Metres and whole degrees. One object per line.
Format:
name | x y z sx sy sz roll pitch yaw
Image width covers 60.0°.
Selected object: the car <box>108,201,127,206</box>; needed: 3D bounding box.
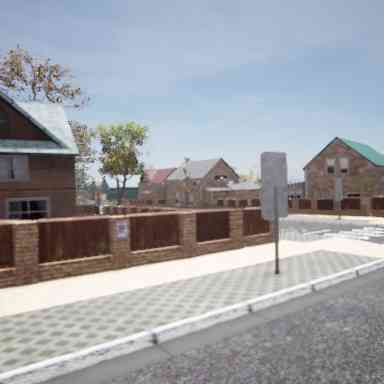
car | -10.726 2.093 47.714 2.097 1.767 4.553 -2 0 -31
